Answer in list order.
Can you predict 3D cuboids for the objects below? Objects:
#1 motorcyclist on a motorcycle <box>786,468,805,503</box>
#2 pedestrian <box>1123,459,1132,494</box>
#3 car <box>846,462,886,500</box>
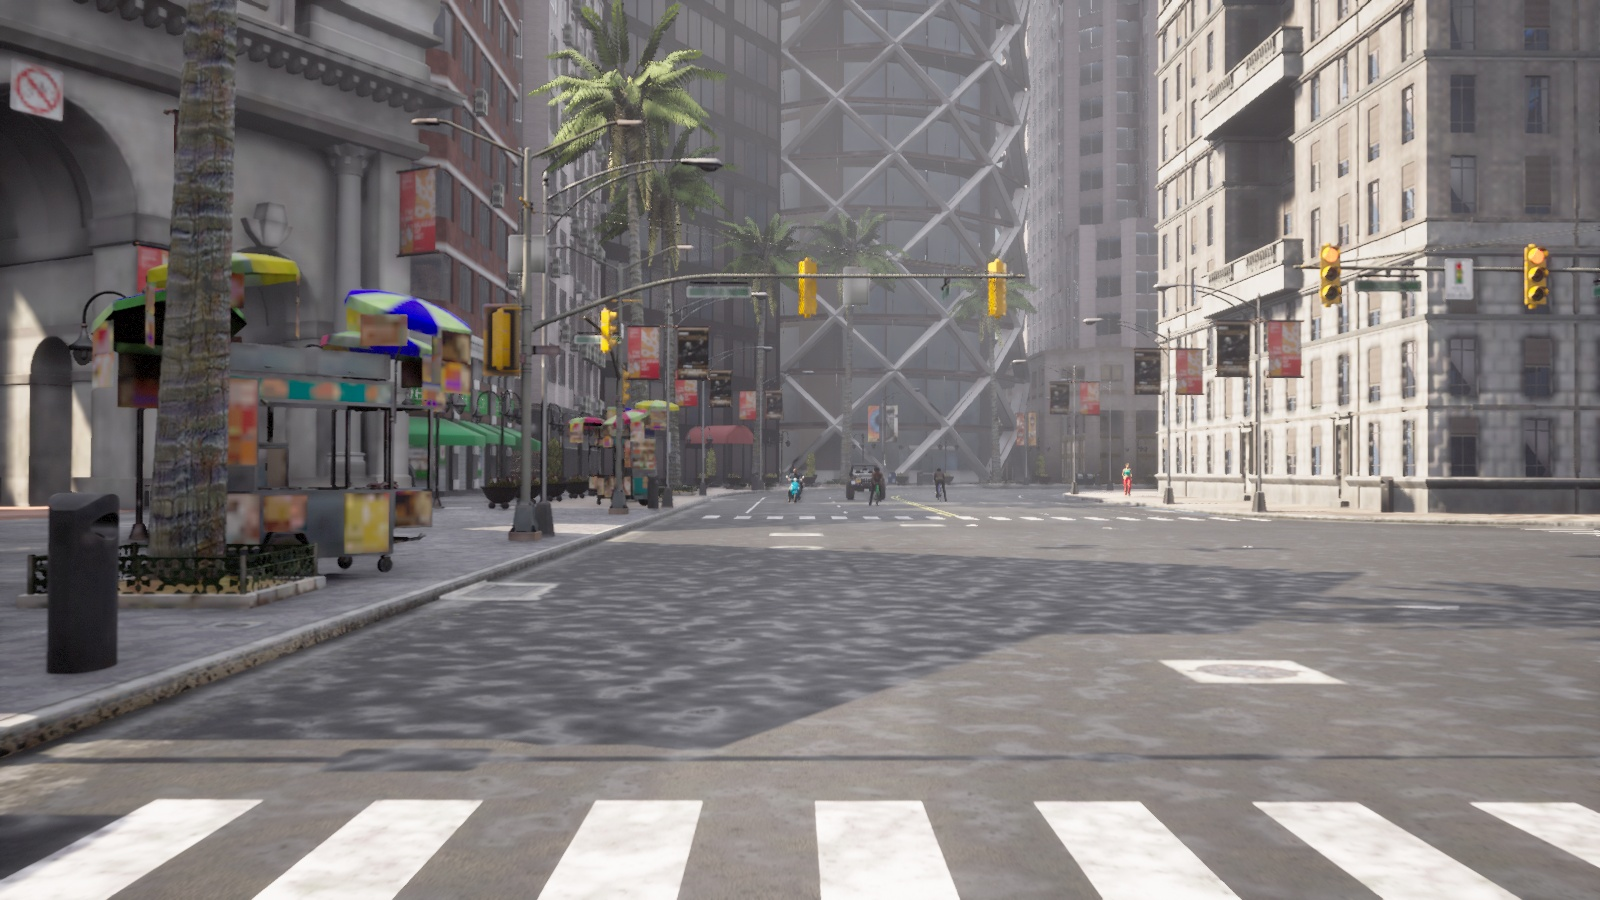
[{"bbox_3d":[-0.206,1.636,57.881,0.866,1.590,1.817,0,-1,0],"label":"motorcyclist on a motorcycle"},{"bbox_3d":[17.325,1.397,66.397,0.345,1.836,0.594,0,-1,2],"label":"pedestrian"},{"bbox_3d":[3.370,1.570,64.627,1.905,1.878,3.866,0,-1,0],"label":"car"}]
